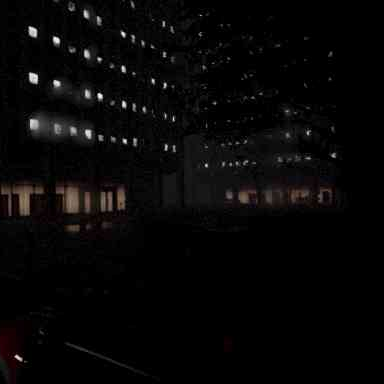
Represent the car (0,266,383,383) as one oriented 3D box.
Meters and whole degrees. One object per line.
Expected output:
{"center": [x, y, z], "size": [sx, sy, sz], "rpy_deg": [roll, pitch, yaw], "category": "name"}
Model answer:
{"center": [-0.287, 1.456, 3.099], "size": [4.097, 1.590, 1.967], "rpy_deg": [-1, -1, 35], "category": "car"}
